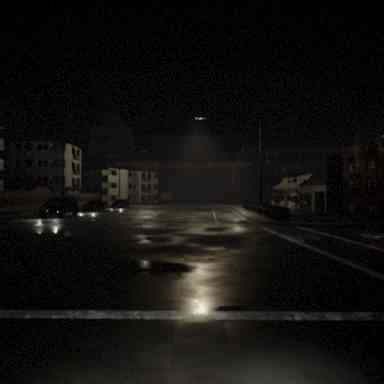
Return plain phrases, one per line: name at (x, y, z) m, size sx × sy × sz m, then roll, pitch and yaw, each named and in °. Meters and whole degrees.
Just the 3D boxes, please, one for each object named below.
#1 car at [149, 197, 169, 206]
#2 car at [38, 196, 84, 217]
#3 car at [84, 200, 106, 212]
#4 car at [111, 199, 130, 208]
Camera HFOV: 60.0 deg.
car at (-6.845, 1.927, 69.231) m, size 2.097 × 1.767 × 4.553 m, roll 0°, pitch -1°, yaw 32°
car at (-13.510, 1.461, 34.124) m, size 2.150 × 2.045 × 5.566 m, roll 0°, pitch -1°, yaw 3°
car at (-12.954, 1.813, 44.186) m, size 1.882 × 1.535 × 5.008 m, roll 0°, pitch -1°, yaw 4°
car at (-11.910, 1.949, 55.669) m, size 1.837 × 1.490 × 4.892 m, roll 0°, pitch 0°, yaw 8°
